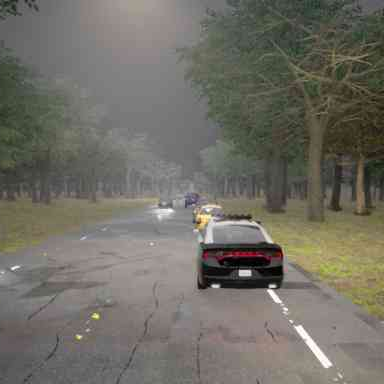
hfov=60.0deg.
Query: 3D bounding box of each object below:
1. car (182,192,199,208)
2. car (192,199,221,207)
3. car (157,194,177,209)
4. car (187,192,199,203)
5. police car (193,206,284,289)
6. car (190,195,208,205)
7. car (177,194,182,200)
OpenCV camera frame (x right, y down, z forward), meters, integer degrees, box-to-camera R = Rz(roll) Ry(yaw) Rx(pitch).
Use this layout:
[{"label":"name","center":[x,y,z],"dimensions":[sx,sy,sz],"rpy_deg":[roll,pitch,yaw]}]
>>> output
[{"label":"car","center":[0.109,1.107,45.873],"dimensions":[2.150,2.045,5.566],"rpy_deg":[0,0,0]},{"label":"car","center":[1.090,1.431,19.328],"dimensions":[1.801,1.575,5.366],"rpy_deg":[0,0,0]},{"label":"car","center":[-3.506,1.383,44.520],"dimensions":[2.128,1.511,4.902],"rpy_deg":[0,0,0]},{"label":"car","center":[0.133,1.010,64.143],"dimensions":[2.150,2.045,5.566],"rpy_deg":[0,0,0]},{"label":"police car","center":[1.069,1.418,9.246],"dimensions":[1.930,1.638,5.238],"rpy_deg":[0,0,0]},{"label":"car","center":[1.102,1.313,25.110],"dimensions":[2.097,1.767,4.553],"rpy_deg":[0,0,0]},{"label":"car","center":[-3.337,1.233,78.737],"dimensions":[1.812,1.442,4.674],"rpy_deg":[0,0,0]}]
